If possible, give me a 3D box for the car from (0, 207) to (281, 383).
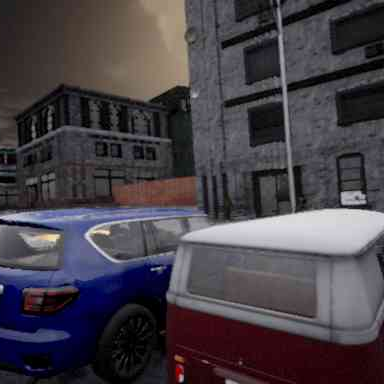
[{"bbox_3d":[-0.683,1.271,5.840,2.435,2.045,5.566,-1,0,35],"label":"car"}]
